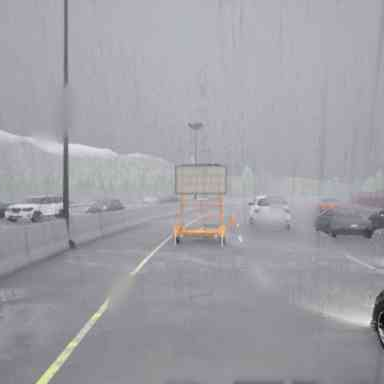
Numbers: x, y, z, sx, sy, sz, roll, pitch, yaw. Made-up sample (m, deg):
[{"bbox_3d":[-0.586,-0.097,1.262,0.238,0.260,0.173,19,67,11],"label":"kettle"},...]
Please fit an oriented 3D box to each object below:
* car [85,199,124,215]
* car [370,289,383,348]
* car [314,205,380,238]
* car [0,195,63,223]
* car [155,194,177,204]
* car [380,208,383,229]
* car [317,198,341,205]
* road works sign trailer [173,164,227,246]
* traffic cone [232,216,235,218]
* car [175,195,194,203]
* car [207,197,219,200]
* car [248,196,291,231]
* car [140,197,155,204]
[{"bbox_3d":[-7.960,1.418,30.610,2.097,1.767,4.553,0,0,11],"label":"car"},{"bbox_3d":[3.691,1.571,3.336,1.994,1.385,4.181,0,0,0],"label":"car"},{"bbox_3d":[8.034,1.603,17.993,1.994,1.385,4.181,0,0,6],"label":"car"},{"bbox_3d":[-12.231,1.278,26.506,2.150,2.045,5.566,0,0,9],"label":"car"},{"bbox_3d":[-4.543,1.362,65.960,2.150,2.045,5.566,0,0,23],"label":"car"},{"bbox_3d":[11.610,1.545,18.615,1.837,1.490,4.892,0,0,7],"label":"car"},{"bbox_3d":[15.108,1.432,36.700,2.097,1.767,4.553,0,0,15],"label":"car"},{"bbox_3d":[0.441,0.498,15.442,2.380,3.560,2.880,0,0,7],"label":"road works sign trailer"},{"bbox_3d":[2.780,2.003,22.203,0.340,0.580,0.340,0,0,7],"label":"traffic cone"},{"bbox_3d":[-0.988,1.666,65.279,1.812,1.442,4.674,0,0,24],"label":"car"},{"bbox_3d":[4.441,1.701,68.736,1.994,1.385,4.181,0,0,25],"label":"car"},{"bbox_3d":[4.881,1.267,21.324,2.150,2.045,5.566,0,0,7],"label":"car"},{"bbox_3d":[-8.409,1.667,65.706,1.812,1.442,4.674,0,0,23],"label":"car"}]
